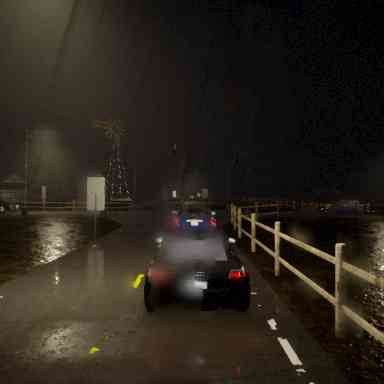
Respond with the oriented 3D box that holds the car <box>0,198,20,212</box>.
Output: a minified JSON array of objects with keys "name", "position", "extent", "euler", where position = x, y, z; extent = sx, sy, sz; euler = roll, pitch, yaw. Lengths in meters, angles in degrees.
[{"name":"car","position":[-20.281,1.292,34.042],"extent":[4.892,1.490,1.837],"euler":[1,-2,0]}]

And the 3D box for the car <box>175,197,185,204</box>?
[{"name":"car","position":[-2.686,1.879,75.188],"extent":[1.994,1.385,4.181],"euler":[0,0,0]}]

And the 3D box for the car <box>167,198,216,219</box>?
[{"name":"car","position":[0.109,1.380,16.357],"extent":[2.097,1.767,4.553],"euler":[0,0,0]}]

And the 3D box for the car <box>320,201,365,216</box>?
[{"name":"car","position":[16.913,1.740,37.644],"extent":[4.553,1.767,2.097],"euler":[1,-2,0]}]

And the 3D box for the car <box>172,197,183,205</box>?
[{"name":"car","position":[-2.737,1.731,65.237],"extent":[1.882,1.535,5.008],"euler":[0,0,1]}]

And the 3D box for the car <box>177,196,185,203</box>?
[{"name":"car","position":[-2.675,1.883,85.317],"extent":[1.882,1.535,5.008],"euler":[0,0,0]}]

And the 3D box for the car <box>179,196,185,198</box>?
[{"name":"car","position":[-2.796,1.681,55.433],"extent":[2.128,1.511,4.902],"euler":[0,0,0]}]

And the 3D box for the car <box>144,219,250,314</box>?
[{"name":"car","position":[0.104,1.573,7.714],"extent":[1.994,1.385,4.181],"euler":[0,0,0]}]

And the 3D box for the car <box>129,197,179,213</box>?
[{"name":"car","position":[-4.305,1.598,37.642],"extent":[5.357,1.411,2.033],"euler":[1,0,0]}]
